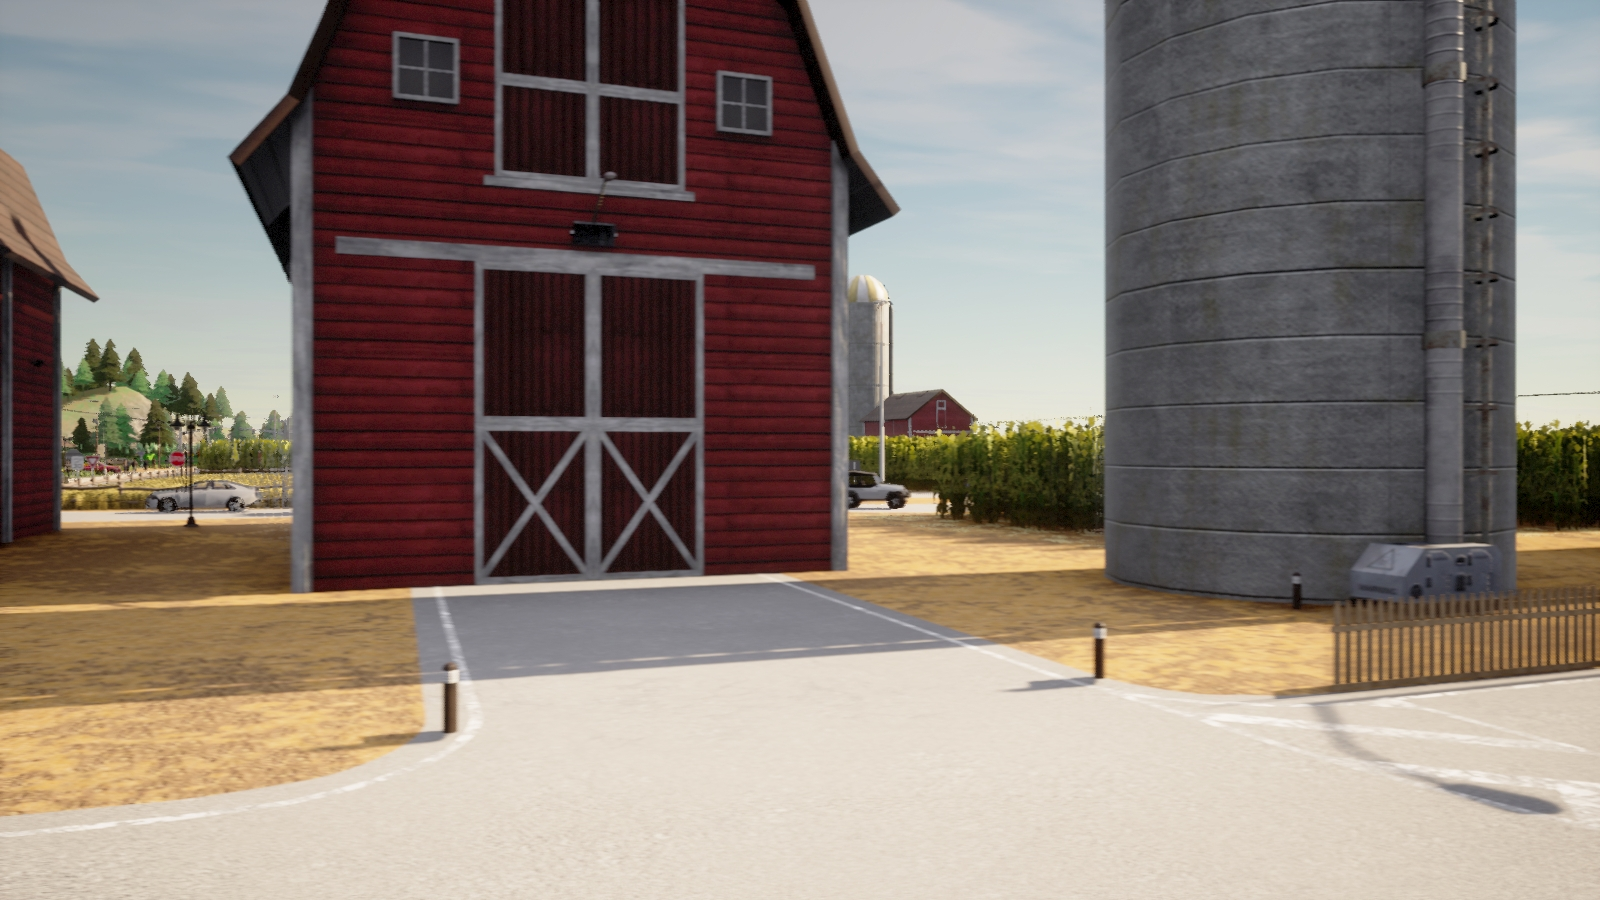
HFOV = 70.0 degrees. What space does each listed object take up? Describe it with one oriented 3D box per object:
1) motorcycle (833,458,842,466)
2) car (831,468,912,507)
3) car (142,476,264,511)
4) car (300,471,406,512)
[{"bbox_3d":[6.526,2.154,200.275,0.764,1.307,2.356,0,0,-21],"label":"motorcycle"},{"bbox_3d":[3.576,1.857,57.106,3.866,1.878,1.905,0,0,10],"label":"car"},{"bbox_3d":[-28.127,2.047,53.997,4.902,1.511,2.128,0,0,-21],"label":"car"},{"bbox_3d":[-20.844,1.905,53.391,4.553,1.767,2.097,0,0,-21],"label":"car"}]
